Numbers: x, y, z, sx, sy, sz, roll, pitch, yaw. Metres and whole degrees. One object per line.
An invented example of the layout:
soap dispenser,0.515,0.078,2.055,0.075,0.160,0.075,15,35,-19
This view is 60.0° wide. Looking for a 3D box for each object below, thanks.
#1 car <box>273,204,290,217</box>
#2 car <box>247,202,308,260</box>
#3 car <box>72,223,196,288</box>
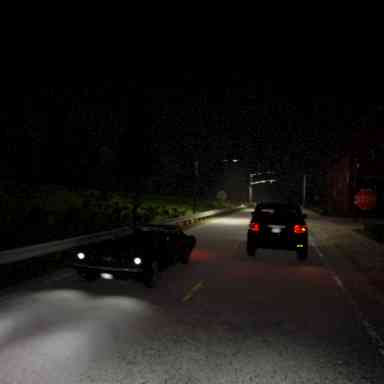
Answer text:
car,11.404,2.276,42.489,1.994,1.385,4.181,2,0,15
car,3.597,1.450,13.951,2.150,2.045,5.566,2,-1,15
car,-1.342,1.630,9.662,1.895,1.301,4.718,2,0,15
